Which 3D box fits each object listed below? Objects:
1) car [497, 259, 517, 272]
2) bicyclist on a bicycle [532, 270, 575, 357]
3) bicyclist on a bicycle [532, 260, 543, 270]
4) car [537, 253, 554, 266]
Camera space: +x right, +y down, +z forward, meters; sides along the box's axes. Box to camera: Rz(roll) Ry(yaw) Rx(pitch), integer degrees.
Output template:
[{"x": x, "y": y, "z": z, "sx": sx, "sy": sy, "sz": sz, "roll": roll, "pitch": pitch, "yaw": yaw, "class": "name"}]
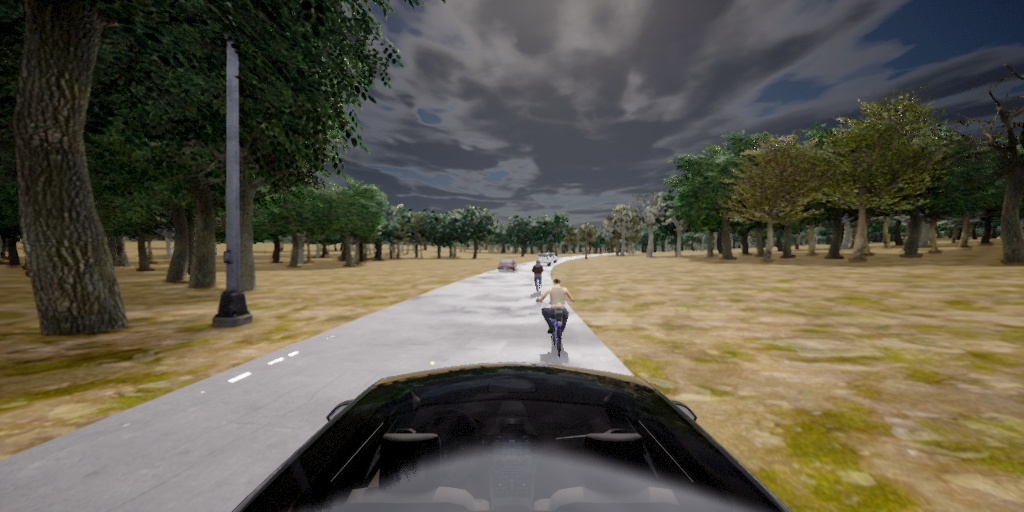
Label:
[{"x": -0.524, "y": 1.052, "z": 42.194, "sx": 1.812, "sy": 1.442, "sz": 4.674, "roll": 0, "pitch": 1, "yaw": 7, "class": "car"}, {"x": 0.931, "y": 1.182, "z": 7.548, "sx": 0.866, "sy": 1.612, "sz": 1.509, "roll": 0, "pitch": 0, "yaw": 1, "class": "bicyclist on a bicycle"}, {"x": 1.355, "y": 1.081, "z": 18.831, "sx": 0.659, "sy": 1.776, "sz": 1.843, "roll": 0, "pitch": 1, "yaw": 3, "class": "bicyclist on a bicycle"}, {"x": 5.393, "y": 0.581, "z": 60.223, "sx": 2.150, "sy": 2.045, "sz": 5.566, "roll": 0, "pitch": 0, "yaw": 10, "class": "car"}]
